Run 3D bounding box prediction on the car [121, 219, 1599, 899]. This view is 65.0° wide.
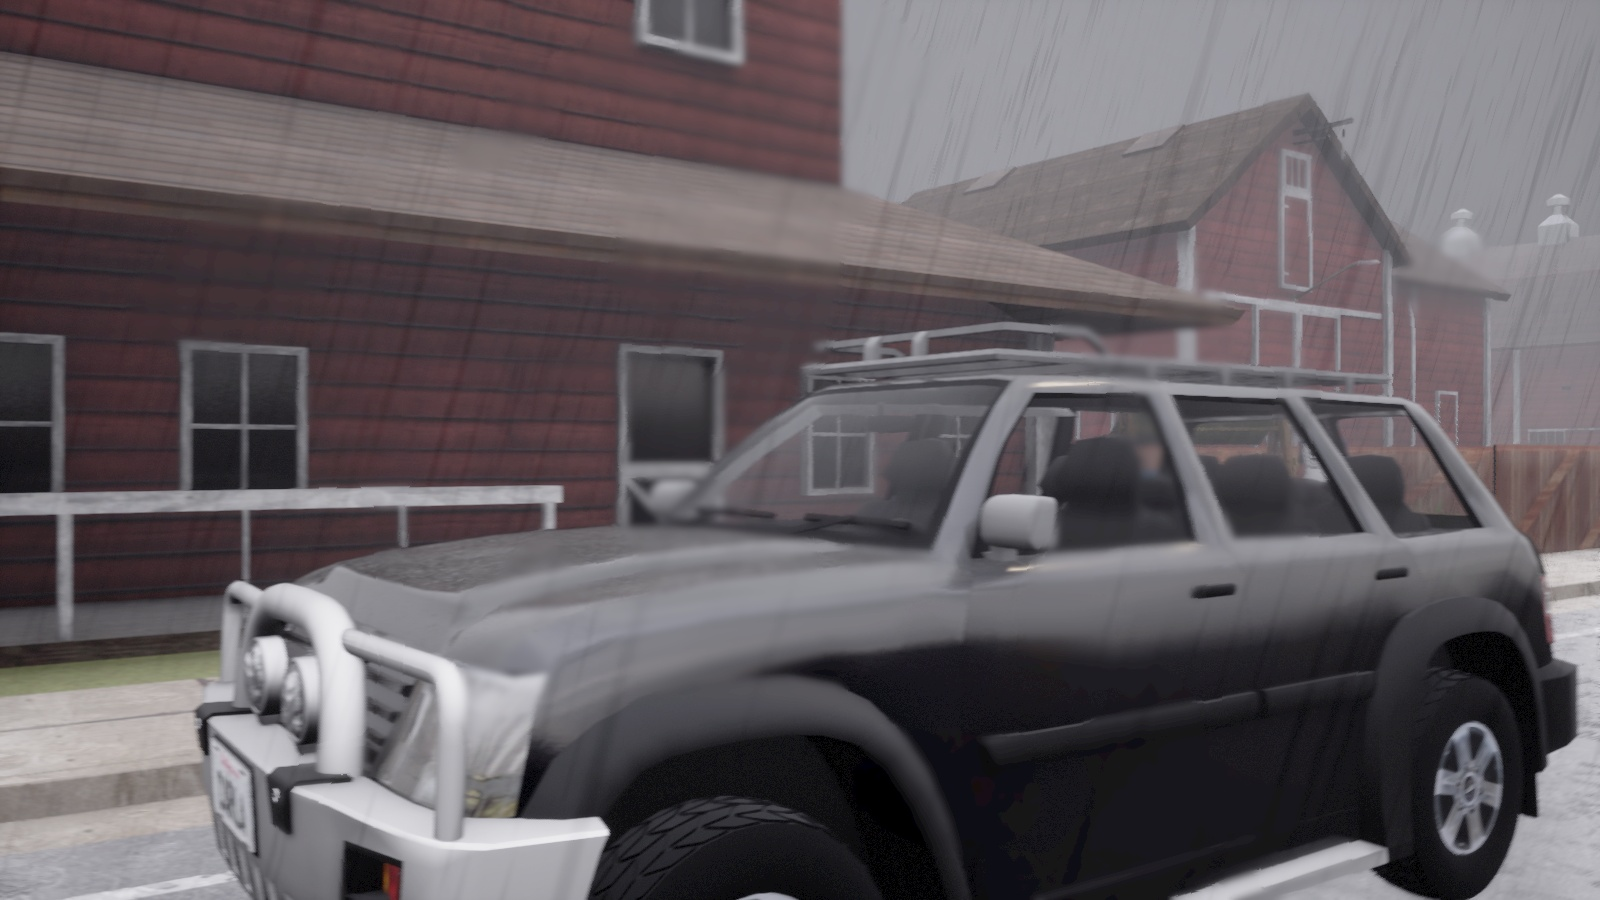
[{"bbox_3d":[0.531,0.571,4.074,4.605,1.855,1.932,0,0,-36],"label":"car"}]
